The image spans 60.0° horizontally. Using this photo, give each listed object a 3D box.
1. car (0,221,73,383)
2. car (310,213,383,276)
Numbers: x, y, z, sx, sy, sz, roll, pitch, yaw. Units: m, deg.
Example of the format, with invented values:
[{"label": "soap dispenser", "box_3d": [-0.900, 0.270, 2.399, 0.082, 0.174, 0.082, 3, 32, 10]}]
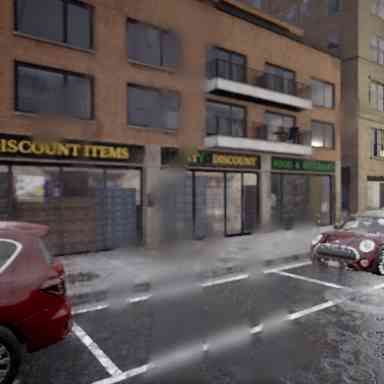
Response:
[{"label": "car", "box_3d": [-3.856, 1.324, 3.439, 5.009, 1.841, 2.192, 0, 0, -35]}, {"label": "car", "box_3d": [5.402, 1.371, 10.030, 4.097, 1.590, 1.967, 0, 0, -35]}]
